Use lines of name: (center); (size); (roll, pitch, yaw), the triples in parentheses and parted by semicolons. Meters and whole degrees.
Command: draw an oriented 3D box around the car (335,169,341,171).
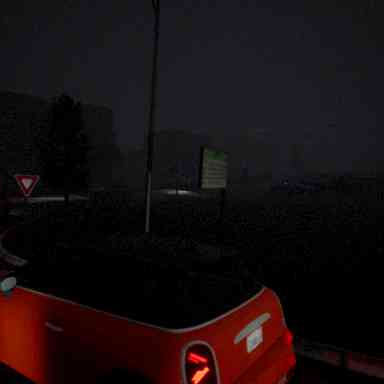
car: (29.807, -4.265, 73.771); (4.553, 1.767, 2.185); (2, 6, 30)

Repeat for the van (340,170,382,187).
van: (22.504, -1.558, 44.670); (4.442, 1.987, 1.878); (4, 7, 31)

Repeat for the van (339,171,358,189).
van: (17.615, -1.193, 41.044); (4.442, 1.987, 1.878); (4, 7, 31)

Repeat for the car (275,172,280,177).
car: (14.271, -2.817, 60.488); (5.366, 1.575, 1.946); (2, 5, 30)

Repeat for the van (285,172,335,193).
van: (13.136, -0.803, 37.199); (4.442, 1.987, 1.878); (4, 7, 31)

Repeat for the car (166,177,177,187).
car: (-1.558, -1.442, 47.227); (4.674, 1.452, 2.002); (2, 5, 29)

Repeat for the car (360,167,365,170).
car: (38.766, -4.834, 81.320); (5.008, 1.535, 2.097); (2, 5, 30)

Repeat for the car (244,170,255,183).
car: (7.419, -2.371, 54.842); (4.553, 1.767, 2.185); (2, 6, 29)

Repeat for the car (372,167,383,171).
car: (31.766, -2.351, 52.263); (5.566, 2.045, 2.435); (4, 7, 30)

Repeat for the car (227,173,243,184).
car: (5.130, -2.027, 52.976); (4.792, 1.488, 2.163); (2, 6, 29)

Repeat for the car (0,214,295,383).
car: (-1.163, 1.329, 4.255); (4.553, 1.767, 2.097); (1, 1, 35)

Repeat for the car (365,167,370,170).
car: (40.863, -5.003, 83.285); (5.366, 1.575, 1.946); (2, 5, 30)

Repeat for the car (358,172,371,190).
car: (20.034, -1.277, 42.884); (4.553, 1.767, 2.185); (4, 7, 31)

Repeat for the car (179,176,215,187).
car: (0.706, -1.643, 49.127); (4.792, 1.488, 2.163); (2, 5, 29)

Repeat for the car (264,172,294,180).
car: (16.338, -3.009, 62.480); (5.008, 1.535, 2.097); (2, 5, 30)

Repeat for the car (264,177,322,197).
car: (10.691, -0.397, 35.420); (5.008, 1.535, 2.097); (4, 7, 31)

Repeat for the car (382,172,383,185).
car: (27.082, -1.718, 48.501); (4.892, 1.521, 2.231); (4, 7, 31)

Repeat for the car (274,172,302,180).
car: (18.606, -3.168, 64.354); (4.792, 1.488, 2.163); (2, 5, 30)

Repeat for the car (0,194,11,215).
car: (-10.981, 0.536, 17.377); (2.097, 1.767, 4.553); (3, 2, -18)

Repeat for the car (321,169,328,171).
car: (25.302, -3.764, 70.025); (4.892, 1.521, 2.231); (2, 6, 30)

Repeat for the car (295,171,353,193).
car: (15.349, -1.024, 39.131); (5.566, 2.045, 2.435); (4, 7, 31)

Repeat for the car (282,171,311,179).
car: (20.814, -3.388, 66.264); (5.008, 1.535, 2.097); (2, 5, 30)

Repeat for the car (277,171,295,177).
car: (16.987, -2.211, 54.784); (5.357, 1.411, 2.033); (-5, 7, -39)

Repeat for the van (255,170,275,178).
van: (11.768, -2.857, 58.721); (4.442, 1.987, 1.878); (2, 6, 30)

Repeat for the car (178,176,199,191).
car: (1.105, -1.001, 42.818); (5.357, 1.411, 2.033); (-5, 7, -41)

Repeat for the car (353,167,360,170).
car: (36.527, -4.671, 79.434); (5.008, 1.535, 2.097); (2, 6, 30)

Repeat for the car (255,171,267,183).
car: (9.633, -2.439, 56.786); (5.008, 1.535, 2.097); (2, 5, 29)

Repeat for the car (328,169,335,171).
car: (27.544, -3.954, 71.912); (5.008, 1.535, 2.097); (2, 6, 30)

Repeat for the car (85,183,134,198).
car: (-8.578, -0.208, 34.551); (4.718, 1.301, 1.895); (-3, 6, -40)
